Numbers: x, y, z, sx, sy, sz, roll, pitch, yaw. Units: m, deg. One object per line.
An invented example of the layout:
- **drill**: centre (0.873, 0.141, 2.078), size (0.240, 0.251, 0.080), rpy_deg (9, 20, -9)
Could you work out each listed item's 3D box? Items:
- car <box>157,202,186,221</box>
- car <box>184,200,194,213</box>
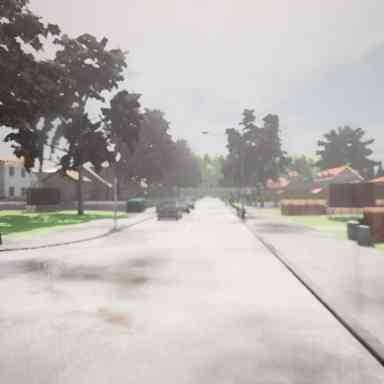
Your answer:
- **car**: centre (-1.936, 1.813, 30.063), size (1.895, 1.301, 4.718), rpy_deg (0, 0, 4)
- **car**: centre (-1.239, 1.840, 40.030), size (1.994, 1.385, 4.181), rpy_deg (0, 0, 4)
